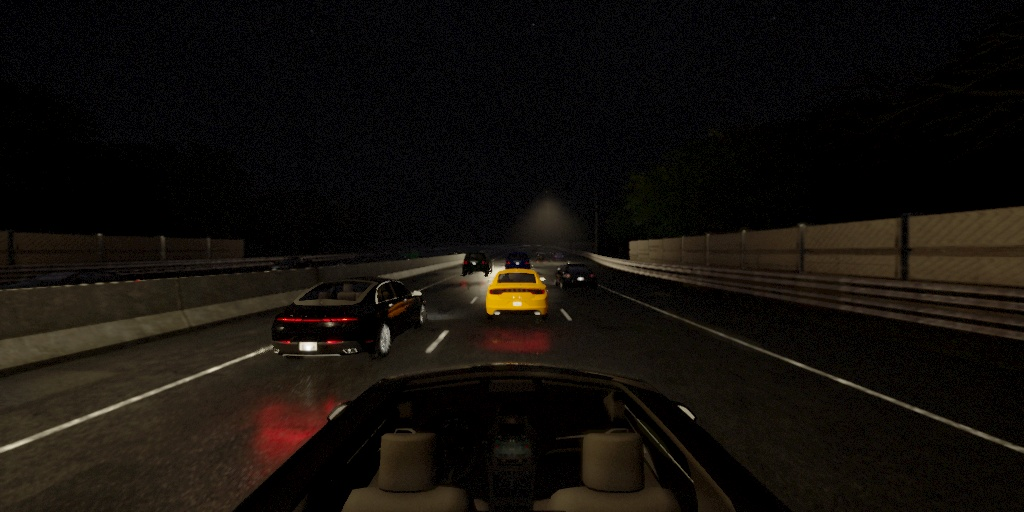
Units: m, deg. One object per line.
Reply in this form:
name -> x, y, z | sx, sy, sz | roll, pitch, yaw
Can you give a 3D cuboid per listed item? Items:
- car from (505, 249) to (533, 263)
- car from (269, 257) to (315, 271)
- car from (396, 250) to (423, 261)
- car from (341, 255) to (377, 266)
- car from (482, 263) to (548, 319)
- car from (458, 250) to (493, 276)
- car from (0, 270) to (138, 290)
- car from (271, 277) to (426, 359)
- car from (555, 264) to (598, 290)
car -> 0.525, 0.632, 31.887 | 2.150, 2.045, 5.566 | 0, 1, 1
car -> -20.621, 0.870, 33.786 | 2.128, 1.511, 4.902 | 0, 1, 2
car -> -16.264, 0.029, 56.183 | 2.150, 2.045, 5.566 | 0, 2, 3
car -> -13.665, 0.916, 32.171 | 1.837, 1.490, 4.892 | 0, 1, 2
car -> 0.172, 1.185, 12.671 | 1.882, 1.535, 5.008 | 0, 0, 1
car -> -2.983, 0.640, 31.656 | 2.150, 2.045, 5.566 | 0, 1, 1
car -> -17.507, 1.257, 14.218 | 1.994, 1.385, 4.181 | 0, 1, 1
car -> -3.363, 1.240, 8.367 | 1.837, 1.490, 4.892 | 0, 0, 0
car -> 3.678, 1.161, 21.038 | 1.994, 1.385, 4.181 | 0, 1, 1
